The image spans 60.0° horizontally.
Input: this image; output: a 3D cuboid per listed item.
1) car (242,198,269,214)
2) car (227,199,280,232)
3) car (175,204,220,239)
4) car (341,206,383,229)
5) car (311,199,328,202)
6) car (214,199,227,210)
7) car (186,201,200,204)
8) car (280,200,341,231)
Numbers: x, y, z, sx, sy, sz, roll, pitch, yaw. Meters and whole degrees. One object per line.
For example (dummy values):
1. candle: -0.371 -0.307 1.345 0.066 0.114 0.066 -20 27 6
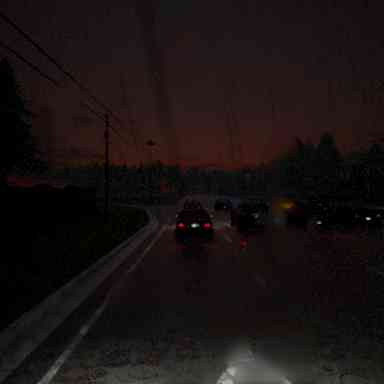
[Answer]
1. car: 7.103 1.521 37.503 2.128 1.511 4.902 0 0 0
2. car: 3.601 1.369 20.456 2.097 1.767 4.553 0 0 0
3. car: 0.101 1.562 17.495 2.033 1.411 5.357 0 0 0
4. car: 10.601 1.583 22.004 1.994 1.385 4.181 0 0 0
5. car: 14.102 1.524 37.494 2.128 1.511 4.902 0 0 0
6. car: 3.602 1.508 39.100 1.882 1.535 5.008 0 0 0
7. car: 0.102 1.628 36.002 1.895 1.301 4.718 0 0 0
8. car: 7.101 1.510 20.978 2.128 1.511 4.902 0 0 0
